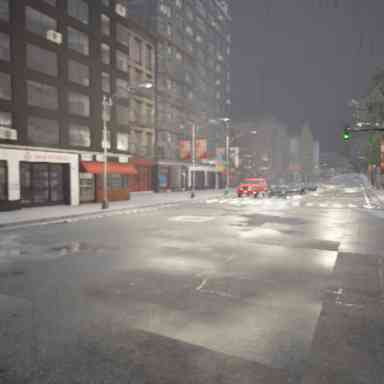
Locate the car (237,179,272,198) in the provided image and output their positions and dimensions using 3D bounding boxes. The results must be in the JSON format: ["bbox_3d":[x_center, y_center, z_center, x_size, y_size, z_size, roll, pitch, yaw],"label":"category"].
[{"bbox_3d":[6.885,-0.478,37.431,2.150,2.045,5.566,2,3,27],"label":"car"}]

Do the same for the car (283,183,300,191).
[{"bbox_3d":[17.610,-0.913,58.734,2.033,1.411,5.357,2,2,27],"label":"car"}]

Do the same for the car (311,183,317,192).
[{"bbox_3d":[19.945,-0.797,56.147,2.033,1.411,5.357,2,2,27],"label":"car"}]

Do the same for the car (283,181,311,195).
[{"bbox_3d":[14.091,-0.446,44.559,2.128,1.511,4.902,2,3,27],"label":"car"}]

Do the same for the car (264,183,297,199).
[{"bbox_3d":[9.474,0.000,35.395,1.895,1.301,4.718,2,3,27],"label":"car"}]

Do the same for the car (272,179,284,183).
[{"bbox_3d":[11.608,-0.821,46.813,2.150,2.045,5.566,2,3,28],"label":"car"}]
